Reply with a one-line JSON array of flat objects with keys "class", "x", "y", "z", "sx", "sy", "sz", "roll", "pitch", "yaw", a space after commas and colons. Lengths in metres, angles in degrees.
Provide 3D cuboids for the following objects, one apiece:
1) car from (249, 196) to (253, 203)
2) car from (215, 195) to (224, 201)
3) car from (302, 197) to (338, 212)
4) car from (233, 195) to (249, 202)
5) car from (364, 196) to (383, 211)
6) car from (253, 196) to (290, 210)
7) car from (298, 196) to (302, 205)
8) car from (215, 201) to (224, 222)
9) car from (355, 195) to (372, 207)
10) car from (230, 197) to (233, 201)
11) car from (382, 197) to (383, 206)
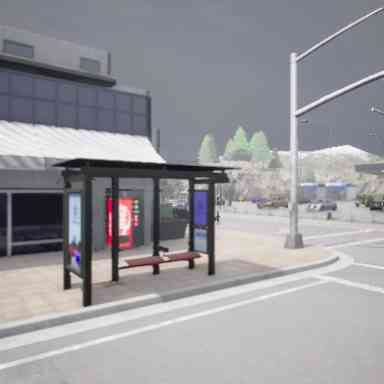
[{"class": "car", "x": 14.227, "y": 1.599, "z": 69.103, "sx": 3.633, "sy": 1.501, "sz": 1.845, "roll": 0, "pitch": 0, "yaw": -36}, {"class": "car", "x": 3.290, "y": 1.326, "z": 53.235, "sx": 3.866, "sy": 1.878, "sz": 1.905, "roll": 0, "pitch": 0, "yaw": -36}, {"class": "car", "x": 14.752, "y": 1.481, "z": 37.814, "sx": 3.806, "sy": 1.475, "sz": 1.970, "roll": 0, "pitch": 0, "yaw": -36}, {"class": "car", "x": 13.557, "y": 1.623, "z": 83.201, "sx": 5.027, "sy": 1.636, "sz": 2.152, "roll": 0, "pitch": 0, "yaw": -36}, {"class": "car", "x": 22.615, "y": 1.559, "z": 38.947, "sx": 4.514, "sy": 1.523, "sz": 2.007, "roll": 0, "pitch": 0, "yaw": -36}, {"class": "car", "x": 10.748, "y": 1.402, "z": 42.840, "sx": 5.027, "sy": 1.636, "sz": 2.152, "roll": 0, "pitch": 0, "yaw": -36}, {"class": "car", "x": 20.018, "y": 1.577, "z": 60.959, "sx": 4.514, "sy": 1.523, "sz": 2.007, "roll": 0, "pitch": 0, "yaw": -36}, {"class": "car", "x": 0.156, "y": 1.695, "z": 27.126, "sx": 2.128, "sy": 1.511, "sz": 4.902, "roll": 0, "pitch": 0, "yaw": -36}, {"class": "car", "x": 26.702, "y": 1.375, "z": 50.424, "sx": 4.605, "sy": 1.855, "sz": 1.932, "roll": 0, "pitch": 0, "yaw": -36}, {"class": "car", "x": 11.685, "y": 1.632, "z": 85.719, "sx": 4.514, "sy": 1.523, "sz": 2.007, "roll": 0, "pitch": 0, "yaw": -36}, {"class": "car", "x": 33.569, "y": 1.653, "z": 55.397, "sx": 3.806, "sy": 1.475, "sz": 1.970, "roll": 0, "pitch": 0, "yaw": -36}]
